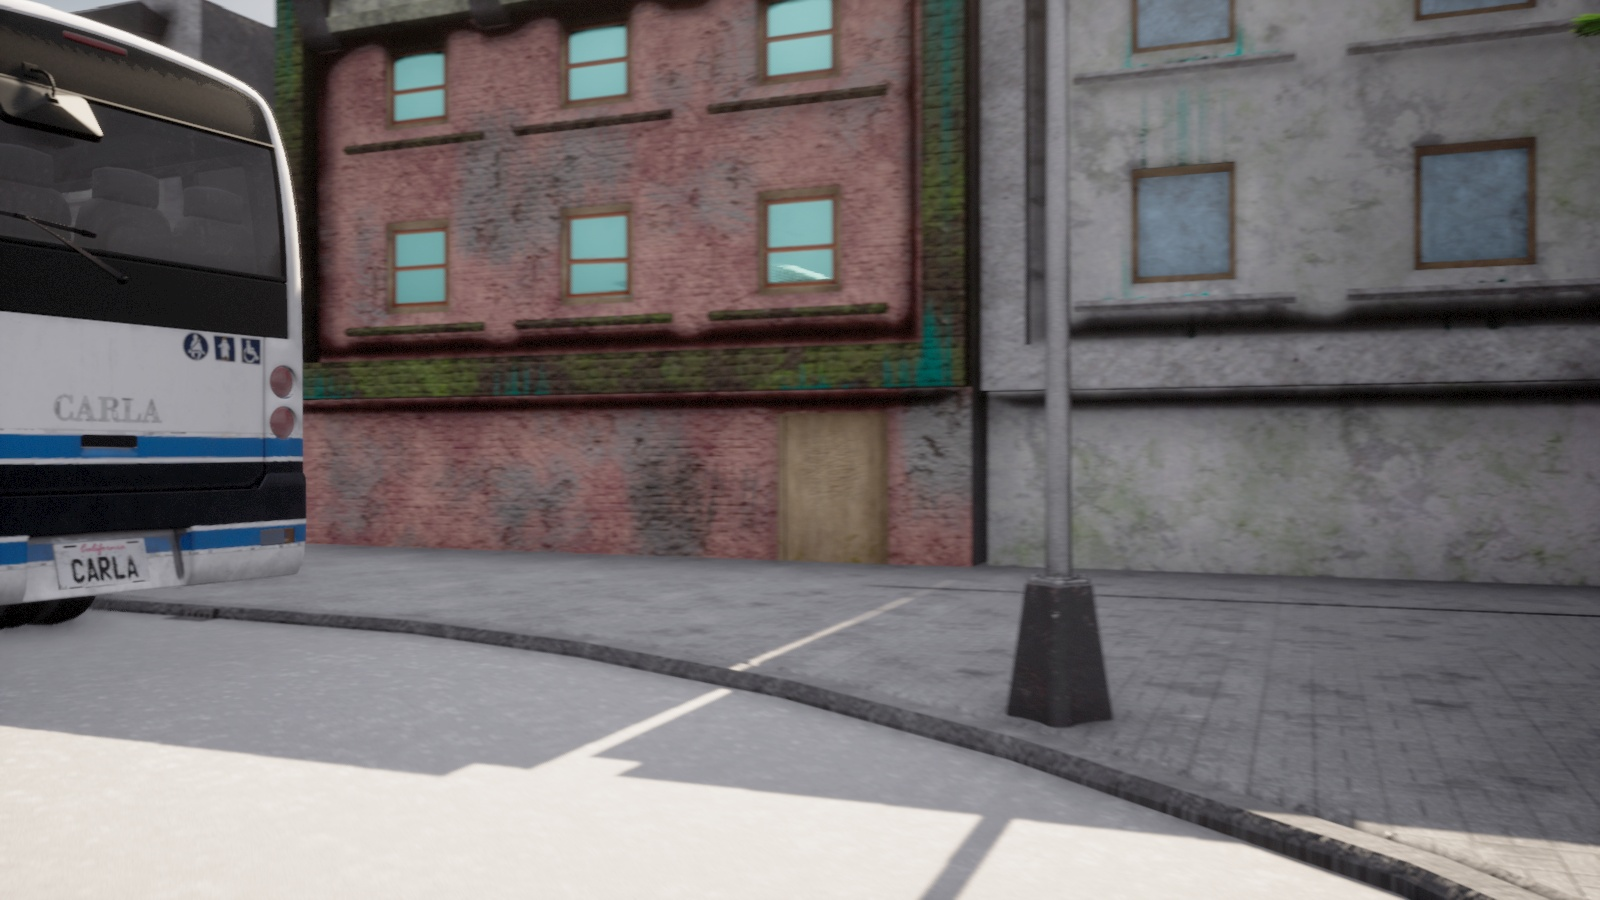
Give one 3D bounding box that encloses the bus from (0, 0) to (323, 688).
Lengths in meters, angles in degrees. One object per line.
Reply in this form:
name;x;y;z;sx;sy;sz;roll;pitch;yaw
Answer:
bus;-9.211;-0.669;10.420;10.273;4.253;3.944;0;0;27
